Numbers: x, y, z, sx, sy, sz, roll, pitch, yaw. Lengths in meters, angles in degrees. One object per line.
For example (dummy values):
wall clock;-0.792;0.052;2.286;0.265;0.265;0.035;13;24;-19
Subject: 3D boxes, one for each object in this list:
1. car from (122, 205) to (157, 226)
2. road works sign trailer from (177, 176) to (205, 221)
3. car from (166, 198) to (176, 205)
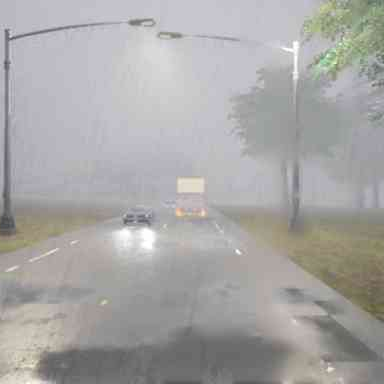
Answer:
car;-3.669;1.625;23.780;1.895;1.301;4.718;0;0;0
road works sign trailer;-0.089;0.502;27.711;2.380;3.560;2.880;0;0;-1
car;-4.034;1.870;65.268;2.033;1.411;5.357;0;-1;-1
